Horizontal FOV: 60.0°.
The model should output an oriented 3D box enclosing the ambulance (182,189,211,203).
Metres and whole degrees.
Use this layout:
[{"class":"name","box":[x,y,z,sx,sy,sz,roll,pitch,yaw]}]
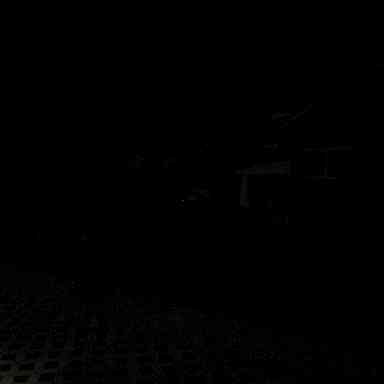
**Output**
[{"class":"ambulance","box":[1.139,0.782,44.083,2.351,2.431,6.366,2,2,35]}]
